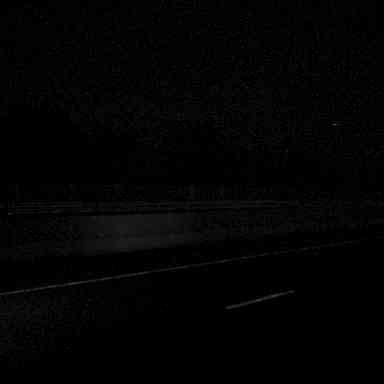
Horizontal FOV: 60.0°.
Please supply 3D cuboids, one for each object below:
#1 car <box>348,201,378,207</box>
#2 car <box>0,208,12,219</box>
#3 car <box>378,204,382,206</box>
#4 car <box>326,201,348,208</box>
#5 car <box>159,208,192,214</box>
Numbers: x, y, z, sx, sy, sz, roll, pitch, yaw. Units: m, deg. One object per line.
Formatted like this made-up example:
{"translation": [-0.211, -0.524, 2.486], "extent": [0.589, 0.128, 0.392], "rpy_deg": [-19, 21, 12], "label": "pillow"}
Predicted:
{"translation": [21.590, 1.857, 40.859], "extent": [4.674, 1.442, 1.812], "rpy_deg": [1, -1, -35], "label": "car"}
{"translation": [-13.645, 1.507, 20.046], "extent": [4.892, 1.490, 1.837], "rpy_deg": [1, -1, -35], "label": "car"}
{"translation": [23.662, 1.858, 38.041], "extent": [4.674, 1.442, 1.812], "rpy_deg": [1, -1, -35], "label": "car"}
{"translation": [19.501, 1.856, 43.665], "extent": [4.674, 1.442, 1.812], "rpy_deg": [1, -1, -35], "label": "car"}
{"translation": [-1.251, 1.672, 20.237], "extent": [4.718, 1.301, 1.895], "rpy_deg": [0, 0, -35], "label": "car"}
